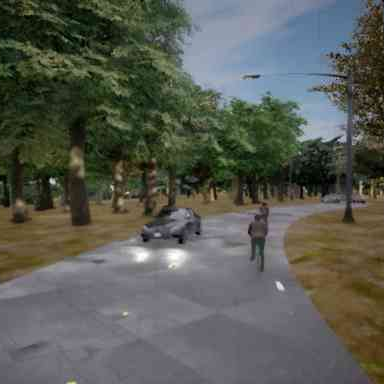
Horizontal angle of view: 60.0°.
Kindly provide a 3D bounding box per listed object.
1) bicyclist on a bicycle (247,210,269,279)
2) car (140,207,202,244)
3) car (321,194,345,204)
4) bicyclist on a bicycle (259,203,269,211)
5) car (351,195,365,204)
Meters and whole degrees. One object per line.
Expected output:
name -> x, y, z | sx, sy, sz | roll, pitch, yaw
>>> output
bicyclist on a bicycle -> 1.768, 1.431, 8.971 | 0.582, 1.620, 1.656 | 1, 0, 9
car -> -0.782, 1.436, 15.528 | 1.812, 1.442, 4.674 | 0, 0, 15
car -> 21.412, 1.097, 51.277 | 2.128, 1.511, 4.902 | 1, 1, 38
bicyclist on a bicycle -> 3.765, 1.385, 17.367 | 0.582, 1.620, 1.656 | 1, 0, 17
car -> 27.010, 1.177, 54.208 | 1.994, 1.385, 4.181 | 1, 1, 30
